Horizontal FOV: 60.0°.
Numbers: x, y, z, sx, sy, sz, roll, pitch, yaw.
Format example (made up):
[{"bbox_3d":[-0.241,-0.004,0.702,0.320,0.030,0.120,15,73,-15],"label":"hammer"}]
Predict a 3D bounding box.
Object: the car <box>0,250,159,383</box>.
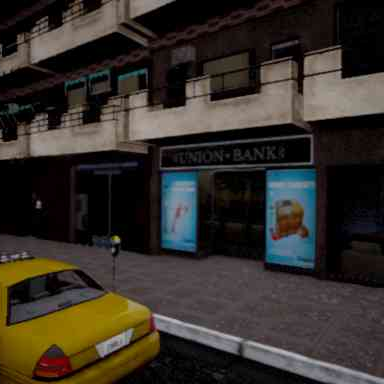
[{"bbox_3d":[-2.675,1.524,4.770,4.829,1.417,1.752,0,1,35],"label":"car"}]
